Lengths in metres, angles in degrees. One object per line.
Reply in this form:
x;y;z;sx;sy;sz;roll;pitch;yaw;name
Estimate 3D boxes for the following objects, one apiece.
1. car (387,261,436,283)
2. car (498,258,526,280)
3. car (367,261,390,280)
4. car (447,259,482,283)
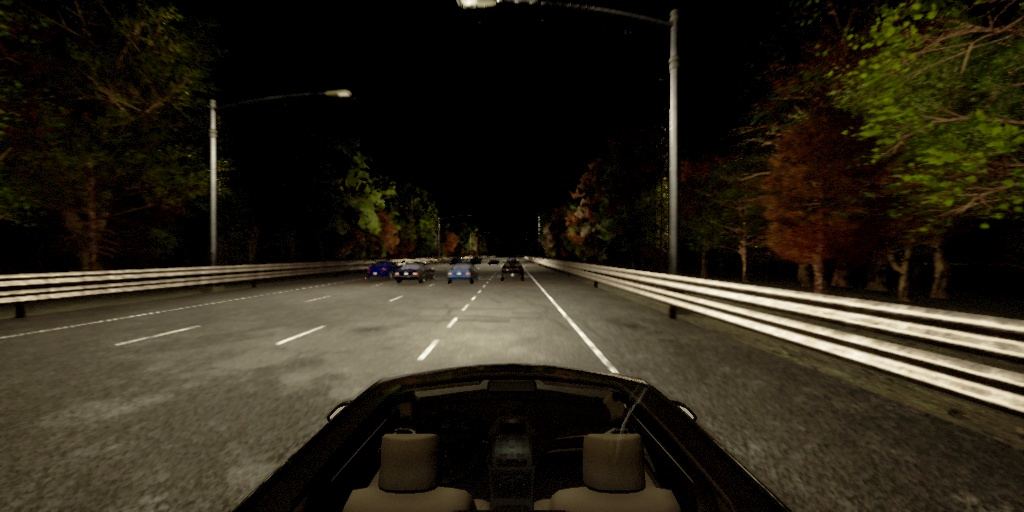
-6.975;1.190;26.157;2.033;1.411;5.357;0;0;1;car
0.055;1.135;29.660;1.837;1.490;4.892;0;1;0;car
-10.447;1.153;29.710;1.812;1.442;4.674;0;0;0;car
-3.475;1.190;26.160;2.033;1.411;5.357;0;0;1;car
